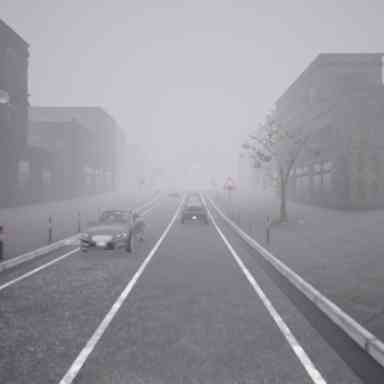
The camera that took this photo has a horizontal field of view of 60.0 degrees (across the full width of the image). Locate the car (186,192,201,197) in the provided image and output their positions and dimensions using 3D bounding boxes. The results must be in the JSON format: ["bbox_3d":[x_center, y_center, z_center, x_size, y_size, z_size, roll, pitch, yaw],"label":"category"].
[{"bbox_3d":[0.223,0.730,42.683,2.033,1.649,4.856,0,3,0],"label":"car"}]

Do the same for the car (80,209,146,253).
[{"bbox_3d":[-3.061,1.487,13.706,2.128,1.511,4.902,0,0,0],"label":"car"}]

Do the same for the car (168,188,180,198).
[{"bbox_3d":[-2.904,0.105,54.413,1.882,1.535,5.008,0,4,1],"label":"car"}]

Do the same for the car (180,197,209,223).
[{"bbox_3d":[0.171,1.403,24.401,1.837,1.490,4.892,0,1,0],"label":"car"}]
